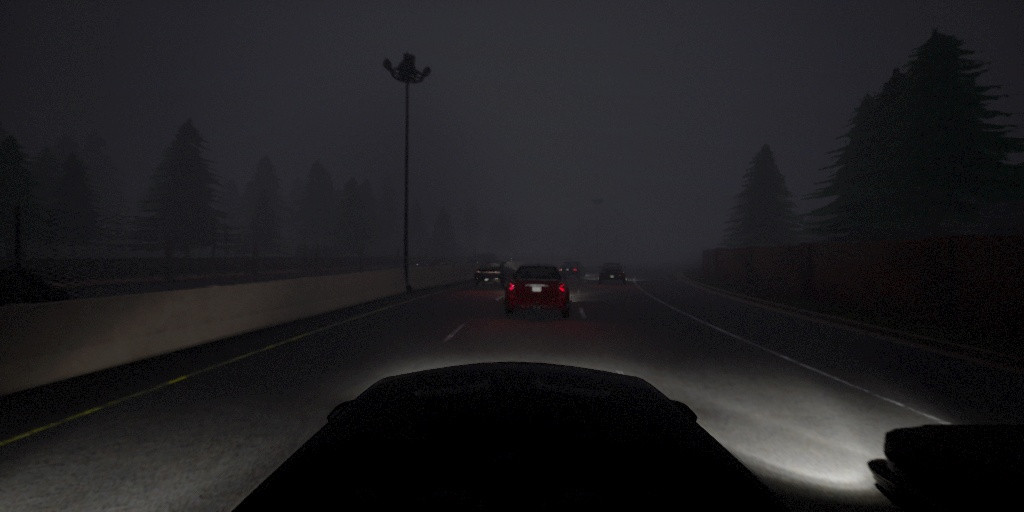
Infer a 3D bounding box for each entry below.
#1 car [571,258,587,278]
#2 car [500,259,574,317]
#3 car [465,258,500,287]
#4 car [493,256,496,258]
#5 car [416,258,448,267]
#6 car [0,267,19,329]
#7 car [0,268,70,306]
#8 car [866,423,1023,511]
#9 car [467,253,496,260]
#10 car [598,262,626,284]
[{"bbox_3d":[5.364,1.153,31.614,2.033,1.411,5.357,1,0,20],"label":"car"},{"bbox_3d":[1.010,1.037,13.195,2.097,1.767,4.553,1,0,7],"label":"car"},{"bbox_3d":[-0.911,1.101,22.238,2.128,1.511,4.902,1,0,12],"label":"car"},{"bbox_3d":[-0.241,1.066,45.741,1.895,1.301,4.718,1,0,26],"label":"car"},{"bbox_3d":[-9.346,0.930,42.398,1.812,1.442,4.674,1,1,22],"label":"car"},{"bbox_3d":[-13.828,1.071,6.818,1.882,1.535,5.008,0,0,4],"label":"car"},{"bbox_3d":[-10.353,0.984,5.640,2.097,1.767,4.553,1,0,3],"label":"car"},{"bbox_3d":[3.607,1.340,0.166,2.033,1.411,5.357,0,0,0],"label":"car"},{"bbox_3d":[-3.851,0.650,46.295,2.150,2.045,5.566,1,0,25],"label":"car"},{"bbox_3d":[7.315,1.184,26.172,1.812,1.442,4.674,0,0,16],"label":"car"}]
